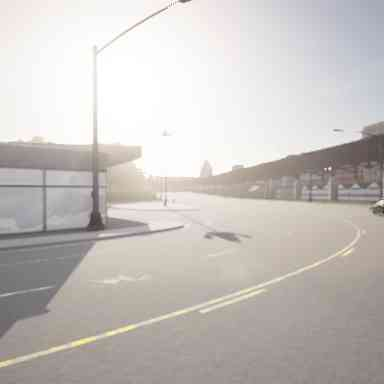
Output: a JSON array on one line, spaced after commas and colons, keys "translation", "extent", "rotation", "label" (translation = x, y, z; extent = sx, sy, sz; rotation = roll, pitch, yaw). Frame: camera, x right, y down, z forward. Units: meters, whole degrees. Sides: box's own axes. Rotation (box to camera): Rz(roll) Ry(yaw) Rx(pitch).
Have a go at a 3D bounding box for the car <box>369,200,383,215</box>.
[{"translation": [17.846, 1.440, 30.150], "extent": [2.128, 1.511, 4.902], "rotation": [0, 0, 6], "label": "car"}]
